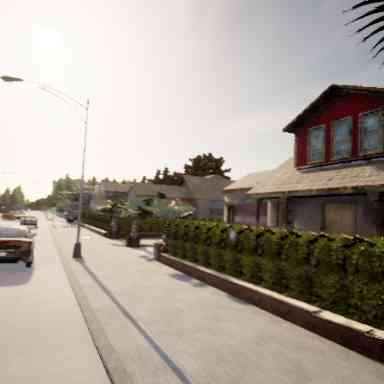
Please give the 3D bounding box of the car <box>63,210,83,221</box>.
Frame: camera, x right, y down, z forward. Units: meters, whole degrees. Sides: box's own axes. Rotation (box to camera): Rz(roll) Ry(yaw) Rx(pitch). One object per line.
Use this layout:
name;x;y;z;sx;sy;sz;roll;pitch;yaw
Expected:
car;-20.603;4.496;61.029;5.566;2.045;2.150;4;-1;-21

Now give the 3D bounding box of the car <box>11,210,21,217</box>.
car;-41.749;5.087;78.961;1.812;1.442;4.674;5;-4;-24

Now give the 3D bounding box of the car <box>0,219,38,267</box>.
car;-7.586;2.108;13.798;1.882;1.535;5.008;5;-4;-24

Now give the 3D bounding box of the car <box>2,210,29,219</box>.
car;-29.490;3.944;54.949;5.008;1.535;1.882;0;-4;39

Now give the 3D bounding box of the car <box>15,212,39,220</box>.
car;-18.796;3.364;38.331;2.033;1.411;5.357;5;-4;-24
